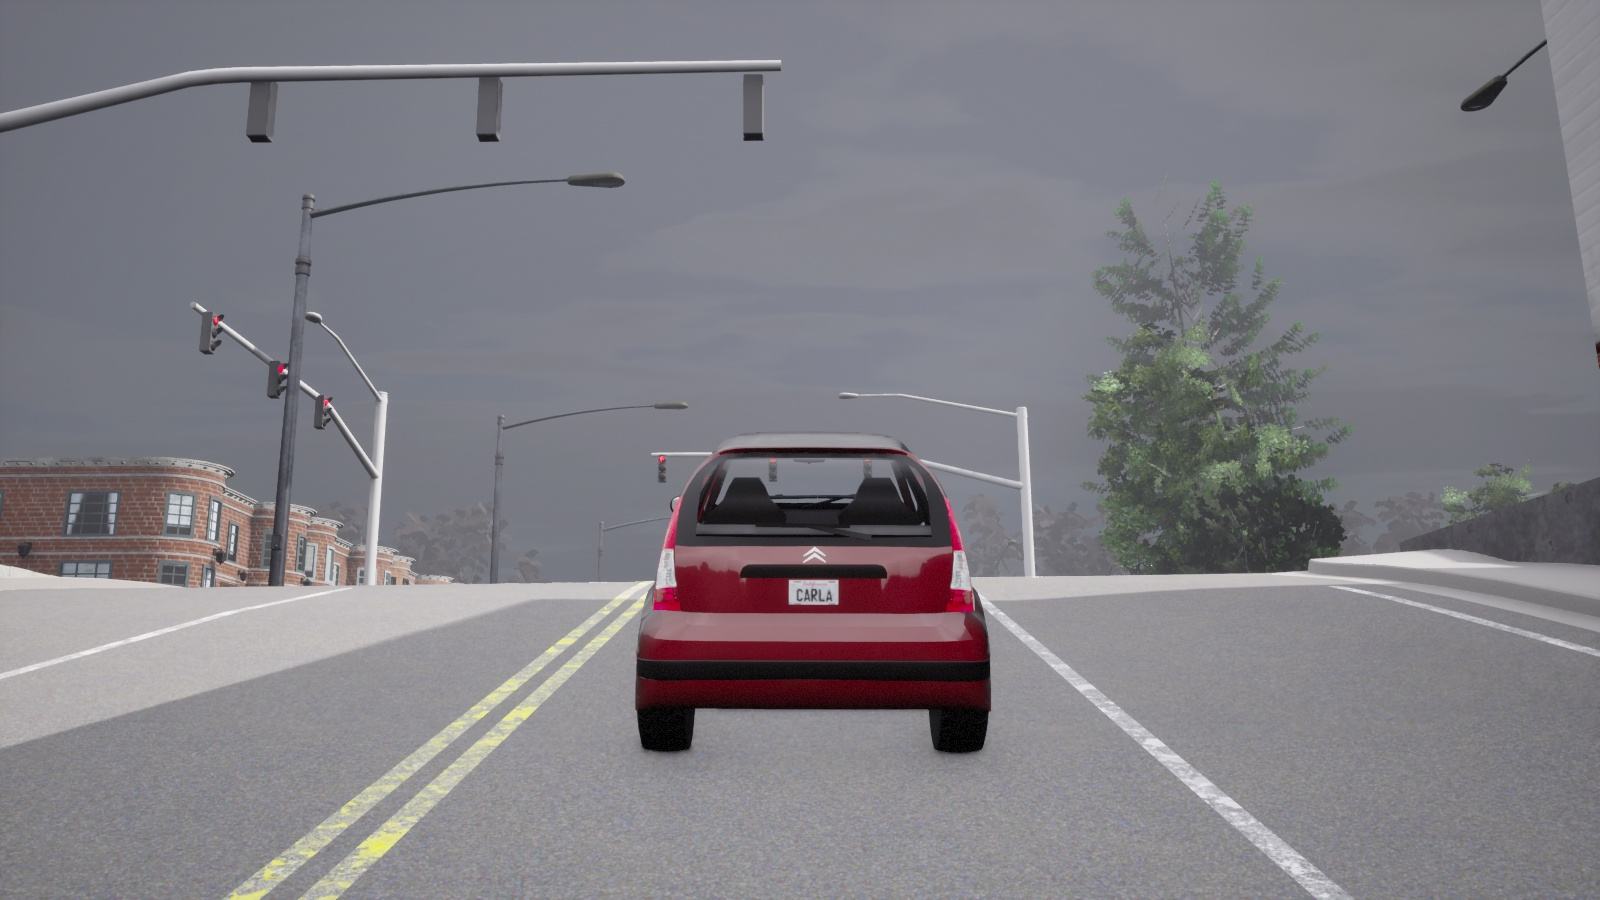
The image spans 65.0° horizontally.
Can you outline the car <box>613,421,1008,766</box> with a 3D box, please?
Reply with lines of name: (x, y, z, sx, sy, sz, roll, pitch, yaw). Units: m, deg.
car: (0.052, 0.677, 7.901, 1.851, 1.617, 3.988, 0, 0, 0)
